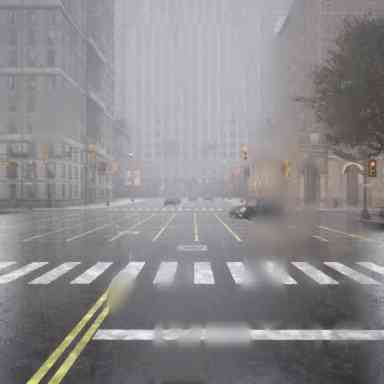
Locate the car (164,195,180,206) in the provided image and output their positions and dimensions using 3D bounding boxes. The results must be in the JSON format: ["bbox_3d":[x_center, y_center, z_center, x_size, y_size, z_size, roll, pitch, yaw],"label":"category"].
[{"bbox_3d":[-3.546,1.601,54.813,1.895,1.301,4.718,0,0,1],"label":"car"}]

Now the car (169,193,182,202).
[{"bbox_3d":[-3.497,1.221,64.531,2.150,2.045,5.566,0,0,1],"label":"car"}]

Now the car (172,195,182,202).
[{"bbox_3d":[-3.347,1.500,74.991,1.837,1.490,4.892,0,0,1],"label":"car"}]

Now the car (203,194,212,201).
[{"bbox_3d":[3.691,1.280,78.572,2.097,1.767,4.553,0,0,1],"label":"car"}]

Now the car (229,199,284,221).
[{"bbox_3d":[5.204,1.352,26.934,4.553,1.767,2.097,0,0,-27],"label":"car"}]

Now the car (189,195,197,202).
[{"bbox_3d":[0.192,1.449,78.638,2.128,1.511,4.902,0,0,1],"label":"car"}]
